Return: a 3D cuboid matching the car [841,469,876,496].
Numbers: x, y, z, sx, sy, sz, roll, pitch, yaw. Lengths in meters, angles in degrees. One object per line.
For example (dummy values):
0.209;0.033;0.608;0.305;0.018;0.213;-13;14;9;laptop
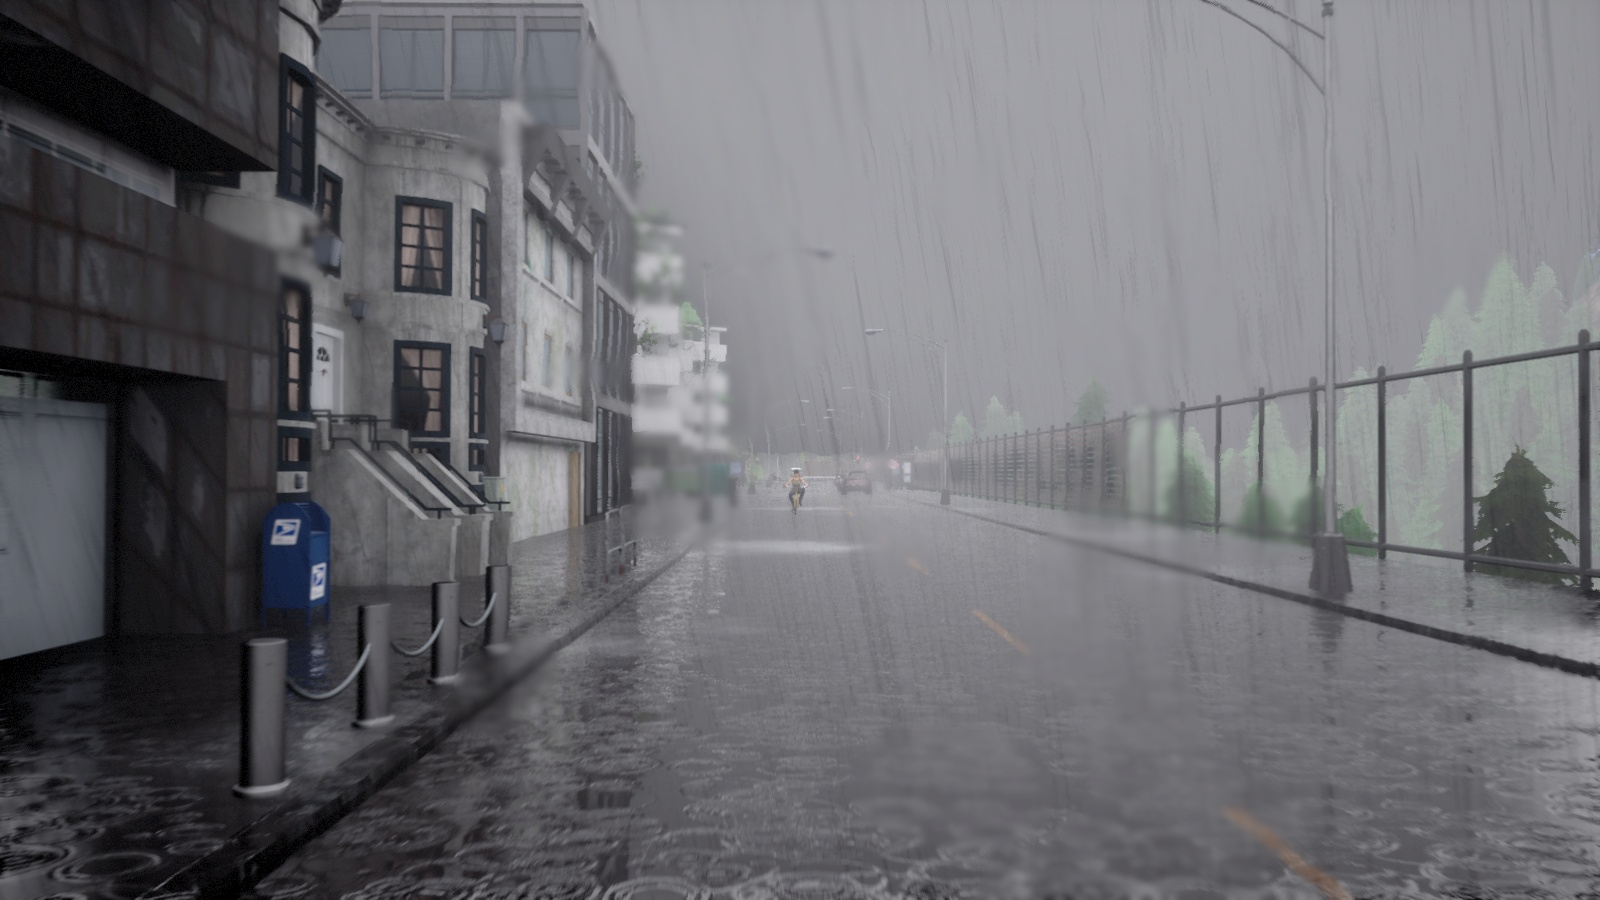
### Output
3.789;2.098;81.728;2.033;1.649;4.856;0;-1;0;car
